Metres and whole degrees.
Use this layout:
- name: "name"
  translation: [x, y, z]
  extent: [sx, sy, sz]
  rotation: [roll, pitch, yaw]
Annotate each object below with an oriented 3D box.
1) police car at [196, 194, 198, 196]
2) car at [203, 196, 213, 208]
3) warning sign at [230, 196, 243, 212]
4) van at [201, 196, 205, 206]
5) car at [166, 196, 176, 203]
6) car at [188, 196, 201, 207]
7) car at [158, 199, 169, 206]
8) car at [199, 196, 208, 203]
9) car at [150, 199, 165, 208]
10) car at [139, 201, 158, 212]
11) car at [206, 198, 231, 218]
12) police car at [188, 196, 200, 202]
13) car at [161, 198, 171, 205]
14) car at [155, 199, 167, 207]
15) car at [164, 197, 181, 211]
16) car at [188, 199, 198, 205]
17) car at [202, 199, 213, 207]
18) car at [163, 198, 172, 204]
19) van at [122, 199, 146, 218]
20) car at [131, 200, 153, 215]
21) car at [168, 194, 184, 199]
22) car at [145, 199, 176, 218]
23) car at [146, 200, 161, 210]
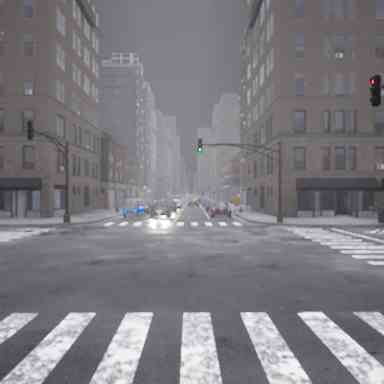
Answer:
- name: "police car"
  translation: [1.022, 1.955, 78.942]
  extent: [1.930, 1.638, 5.238]
  rotation: [0, 0, -1]
- name: "car"
  translation: [2.793, 1.742, 44.186]
  extent: [1.967, 1.590, 4.097]
  rotation: [0, 0, 0]
- name: "warning sign"
  translation: [5.179, 1.380, 38.837]
  extent: [1.300, 1.860, 1.060]
  rotation: [0, 0, 0]
- name: "van"
  translation: [2.825, 1.719, 55.525]
  extent: [1.690, 1.788, 3.998]
  rotation: [0, 0, 0]
- name: "car"
  translation: [-5.603, 1.912, 89.553]
  extent: [2.192, 1.841, 5.009]
  rotation: [0, 0, 0]
- name: "car"
  translation: [0.270, 1.927, 58.988]
  extent: [1.812, 1.442, 4.674]
  rotation: [0, 0, 1]
- name: "car"
  translation: [-5.667, 2.019, 66.878]
  extent: [1.947, 1.339, 4.313]
  rotation: [0, 0, 0]
- name: "car"
  translation: [2.906, 1.876, 83.870]
  extent: [2.192, 1.841, 5.009]
  rotation: [0, 0, 0]
- name: "car"
  translation: [-5.700, 1.944, 55.542]
  extent: [1.947, 1.339, 4.313]
  rotation: [0, 0, 0]
- name: "car"
  translation: [-5.732, 1.868, 44.206]
  extent: [1.947, 1.339, 4.313]
  rotation: [0, 0, 0]
- name: "car"
  translation: [2.761, 1.664, 32.848]
  extent: [1.967, 1.590, 4.097]
  rotation: [0, 0, 0]
- name: "police car"
  translation: [0.544, 2.055, 94.865]
  extent: [1.930, 1.638, 5.238]
  rotation: [0, 0, -16]
- name: "car"
  translation: [-5.651, 2.034, 72.546]
  extent: [1.887, 1.381, 4.507]
  rotation: [0, 0, 0]
- name: "car"
  translation: [-5.684, 1.940, 61.040]
  extent: [1.752, 1.417, 4.829]
  rotation: [0, 0, 0]
- name: "car"
  translation: [-2.976, 1.787, 43.257]
  extent: [2.128, 1.511, 4.902]
  rotation: [0, 0, 0]
- name: "car"
  translation: [0.255, 2.069, 69.233]
  extent: [1.895, 1.301, 4.718]
  rotation: [0, 0, 1]
- name: "car"
  translation: [2.842, 1.942, 61.362]
  extent: [1.752, 1.417, 4.829]
  rotation: [0, 0, 0]
- name: "car"
  translation: [-5.635, 2.050, 78.045]
  extent: [1.752, 1.417, 4.829]
  rotation: [0, 0, 0]
- name: "van"
  translation: [-5.765, 1.566, 32.871]
  extent: [1.690, 1.788, 3.998]
  rotation: [0, 0, 0]
- name: "car"
  translation: [-5.749, 1.704, 38.538]
  extent: [1.967, 1.590, 4.097]
  rotation: [0, 0, 0]
- name: "car"
  translation: [-2.932, 1.590, 53.988]
  extent: [2.150, 2.045, 5.566]
  rotation: [0, 0, 0]
- name: "car"
  translation: [-3.010, 1.717, 33.012]
  extent: [2.128, 1.511, 4.902]
  rotation: [0, 0, 0]
- name: "car"
  translation: [-5.716, 1.923, 49.874]
  extent: [1.802, 1.307, 4.206]
  rotation: [0, 0, 0]
